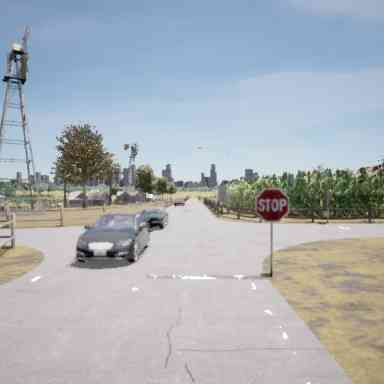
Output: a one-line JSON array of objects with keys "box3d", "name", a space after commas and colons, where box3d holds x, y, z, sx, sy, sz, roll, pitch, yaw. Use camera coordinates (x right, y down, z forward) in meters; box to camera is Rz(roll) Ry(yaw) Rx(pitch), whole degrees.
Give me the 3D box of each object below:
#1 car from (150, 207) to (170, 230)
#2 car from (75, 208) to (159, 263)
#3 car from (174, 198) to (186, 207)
[{"box3d": [-2.563, 1.685, 21.738, 1.895, 1.301, 4.718, -1, 0, 1], "name": "car"}, {"box3d": [-2.650, 1.522, 12.089, 2.128, 1.511, 4.902, 0, -1, 0], "name": "car"}, {"box3d": [-2.204, 1.862, 60.431, 1.882, 1.535, 5.008, 0, -1, 1], "name": "car"}]
